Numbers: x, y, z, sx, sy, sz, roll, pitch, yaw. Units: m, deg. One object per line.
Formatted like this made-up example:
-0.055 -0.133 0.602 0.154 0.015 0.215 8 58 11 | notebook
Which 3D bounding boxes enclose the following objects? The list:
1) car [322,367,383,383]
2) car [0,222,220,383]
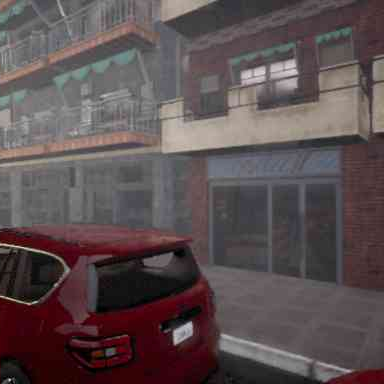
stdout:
2.561 1.538 1.050 4.507 1.381 1.887 0 0 36 | car
-2.022 1.334 4.322 5.009 1.841 2.192 0 0 36 | car
